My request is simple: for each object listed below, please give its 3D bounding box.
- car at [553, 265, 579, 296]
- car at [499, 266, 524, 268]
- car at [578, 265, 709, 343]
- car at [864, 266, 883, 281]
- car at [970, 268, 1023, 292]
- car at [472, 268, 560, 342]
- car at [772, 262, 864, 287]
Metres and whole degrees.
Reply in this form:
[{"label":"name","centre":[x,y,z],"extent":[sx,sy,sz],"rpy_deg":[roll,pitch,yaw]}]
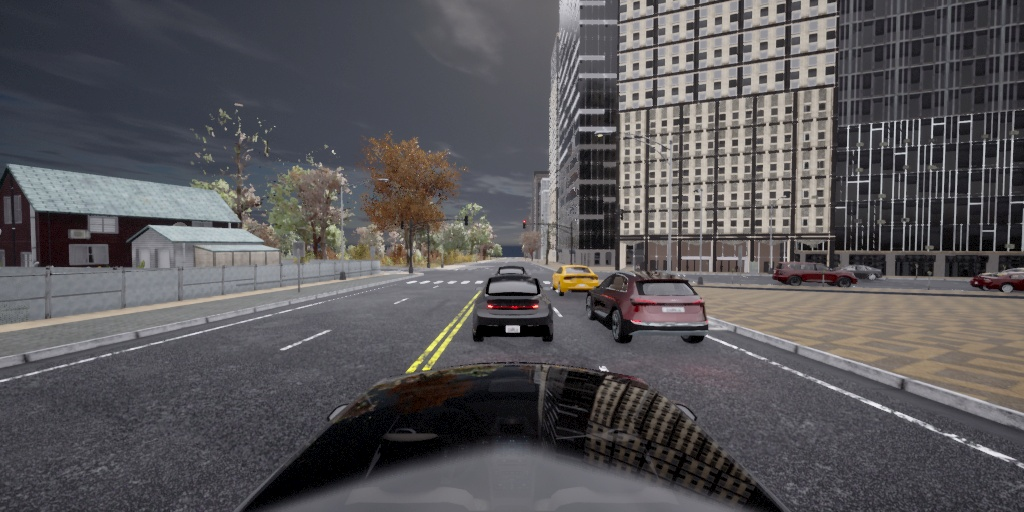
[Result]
[{"label":"car","centre":[3.285,1.224,19.254],"extent":[1.882,1.535,5.008],"rpy_deg":[0,0,0]},{"label":"car","centre":[-0.030,1.251,18.441],"extent":[1.837,1.490,4.892],"rpy_deg":[0,0,0]},{"label":"car","centre":[3.335,1.177,9.649],"extent":[2.033,1.649,4.856],"rpy_deg":[0,0,0]},{"label":"car","centre":[30.990,1.468,32.941],"extent":[4.403,1.370,2.007],"rpy_deg":[0,0,20]},{"label":"car","centre":[33.620,1.715,23.599],"extent":[4.507,1.381,1.888],"rpy_deg":[0,0,20]},{"label":"car","centre":[0.030,1.252,9.774],"extent":[1.837,1.490,4.892],"rpy_deg":[0,0,0]},{"label":"car","centre":[22.967,1.393,27.478],"extent":[5.009,1.841,2.192],"rpy_deg":[0,0,20]}]
